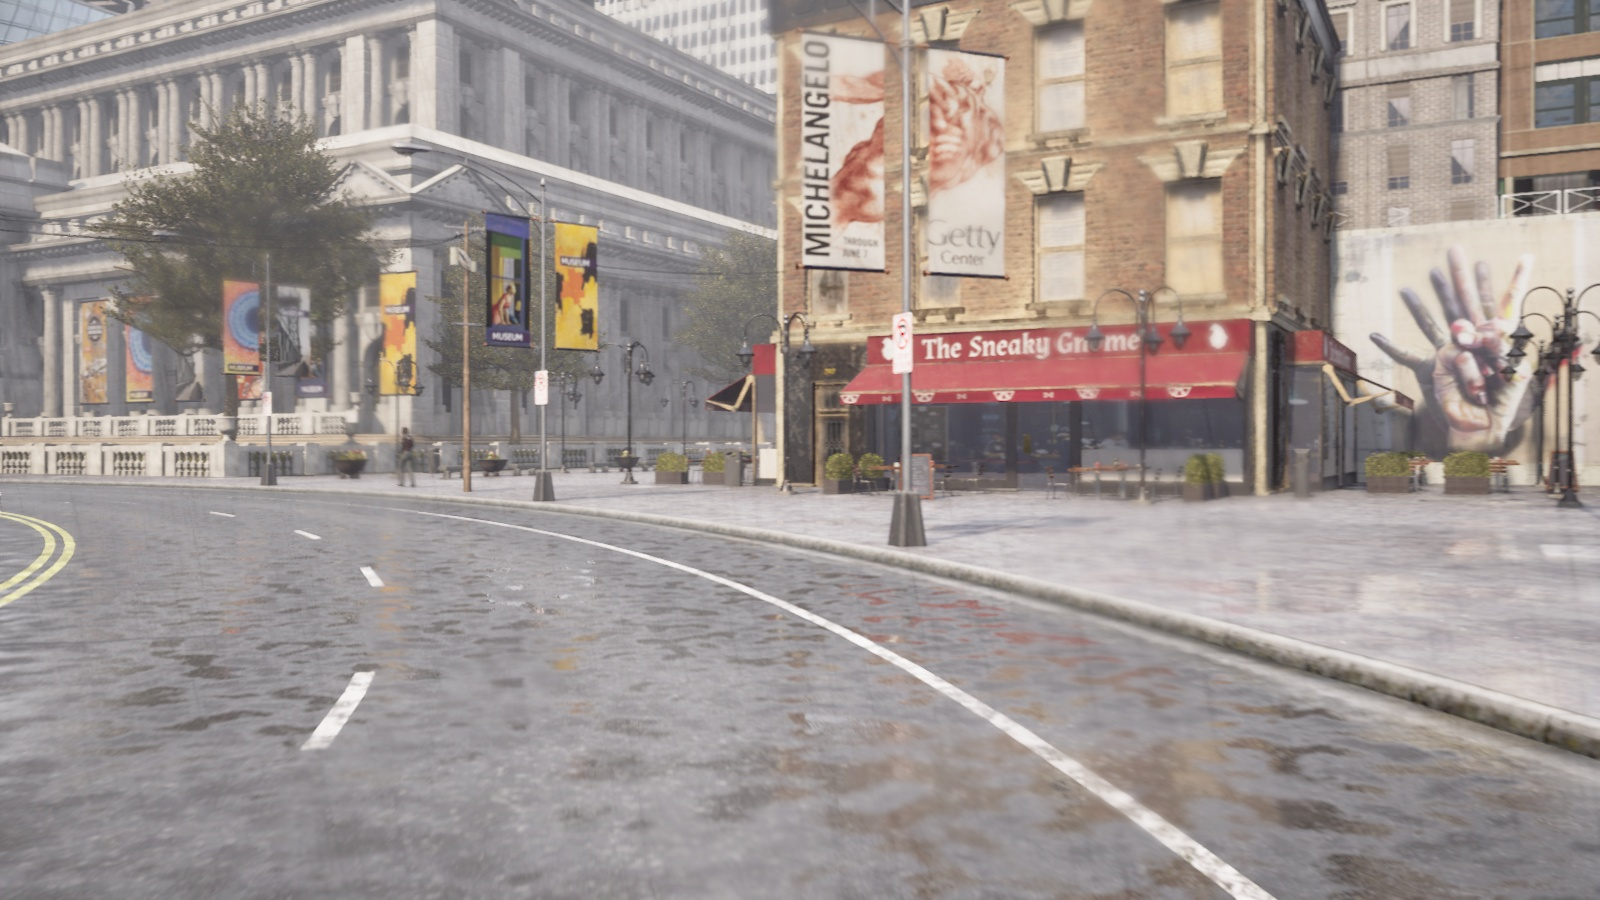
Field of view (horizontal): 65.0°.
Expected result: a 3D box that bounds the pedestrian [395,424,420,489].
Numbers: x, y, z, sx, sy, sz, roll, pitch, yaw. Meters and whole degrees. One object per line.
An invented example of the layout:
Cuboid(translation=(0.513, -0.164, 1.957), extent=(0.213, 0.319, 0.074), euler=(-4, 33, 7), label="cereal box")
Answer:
Cuboid(translation=(-11.785, 0.193, 37.728), extent=(0.666, 1.930, 0.402), euler=(0, 0, 36), label="pedestrian")
